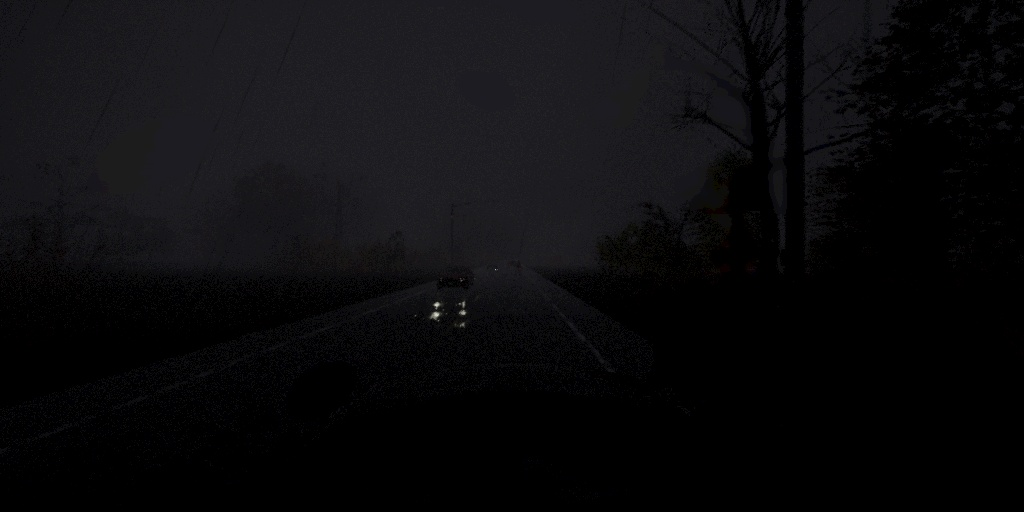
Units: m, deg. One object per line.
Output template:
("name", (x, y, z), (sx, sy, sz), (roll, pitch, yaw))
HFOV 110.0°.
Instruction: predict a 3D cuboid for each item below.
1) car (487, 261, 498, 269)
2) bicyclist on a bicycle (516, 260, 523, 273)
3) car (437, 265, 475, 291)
("car", (-3.495, 1.576, 64.398), (1.812, 1.442, 4.674), (0, 0, 0))
("bicyclist on a bicycle", (0.966, 1.402, 44.118), (0.866, 1.612, 1.509), (0, 2, 0))
("car", (-3.583, 1.343, 23.422), (1.882, 1.535, 5.008), (0, 0, 0))
